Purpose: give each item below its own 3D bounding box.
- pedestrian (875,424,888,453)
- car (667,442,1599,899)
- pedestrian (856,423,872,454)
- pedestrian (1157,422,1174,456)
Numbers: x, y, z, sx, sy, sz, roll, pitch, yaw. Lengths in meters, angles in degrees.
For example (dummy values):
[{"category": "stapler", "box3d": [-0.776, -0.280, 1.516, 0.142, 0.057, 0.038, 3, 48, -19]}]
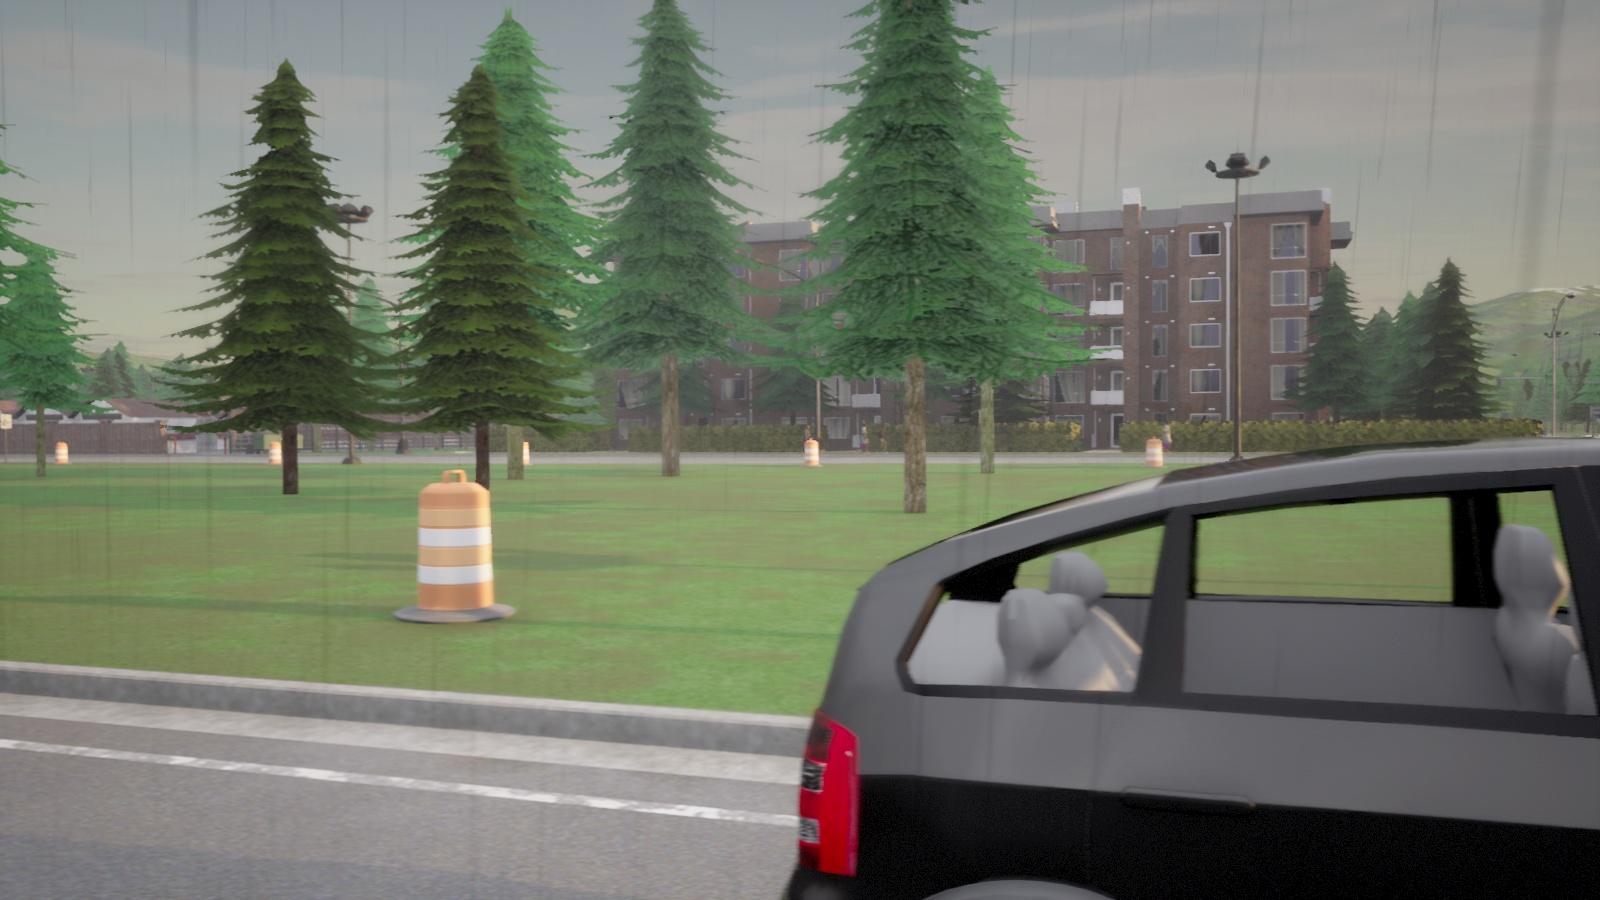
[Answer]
[{"category": "pedestrian", "box3d": [5.090, -0.715, 78.078, 0.703, 1.840, 0.431, 0, 1, 23]}, {"category": "car", "box3d": [1.796, 0.770, 2.588, 3.705, 1.549, 1.789, 0, 1, 19]}, {"category": "pedestrian", "box3d": [4.018, -0.729, 78.907, 0.873, 1.952, 0.659, 0, 1, 19]}, {"category": "pedestrian", "box3d": [21.184, -0.619, 72.748, 0.873, 1.952, 0.659, 0, 1, 20]}]
